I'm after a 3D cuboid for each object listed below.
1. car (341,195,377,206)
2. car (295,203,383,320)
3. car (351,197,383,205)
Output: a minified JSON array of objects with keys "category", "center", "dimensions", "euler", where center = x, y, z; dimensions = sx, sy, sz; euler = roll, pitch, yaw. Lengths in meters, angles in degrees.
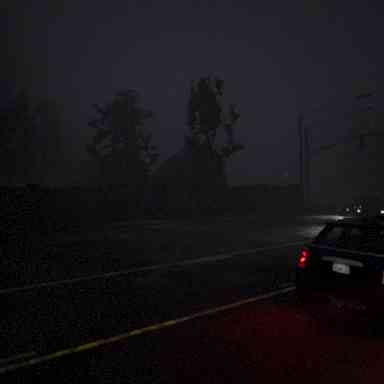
[{"category":"car","center":[13.766,1.065,26.605],"dimensions":[4.892,1.490,1.837],"euler":[-1,1,-35]},{"category":"car","center":[4.200,1.259,6.743],"dimensions":[4.553,1.767,2.097],"euler":[-1,1,-35]},{"category":"car","center":[12.654,1.232,21.555],"dimensions":[4.718,1.301,1.895],"euler":[-1,1,-35]}]
